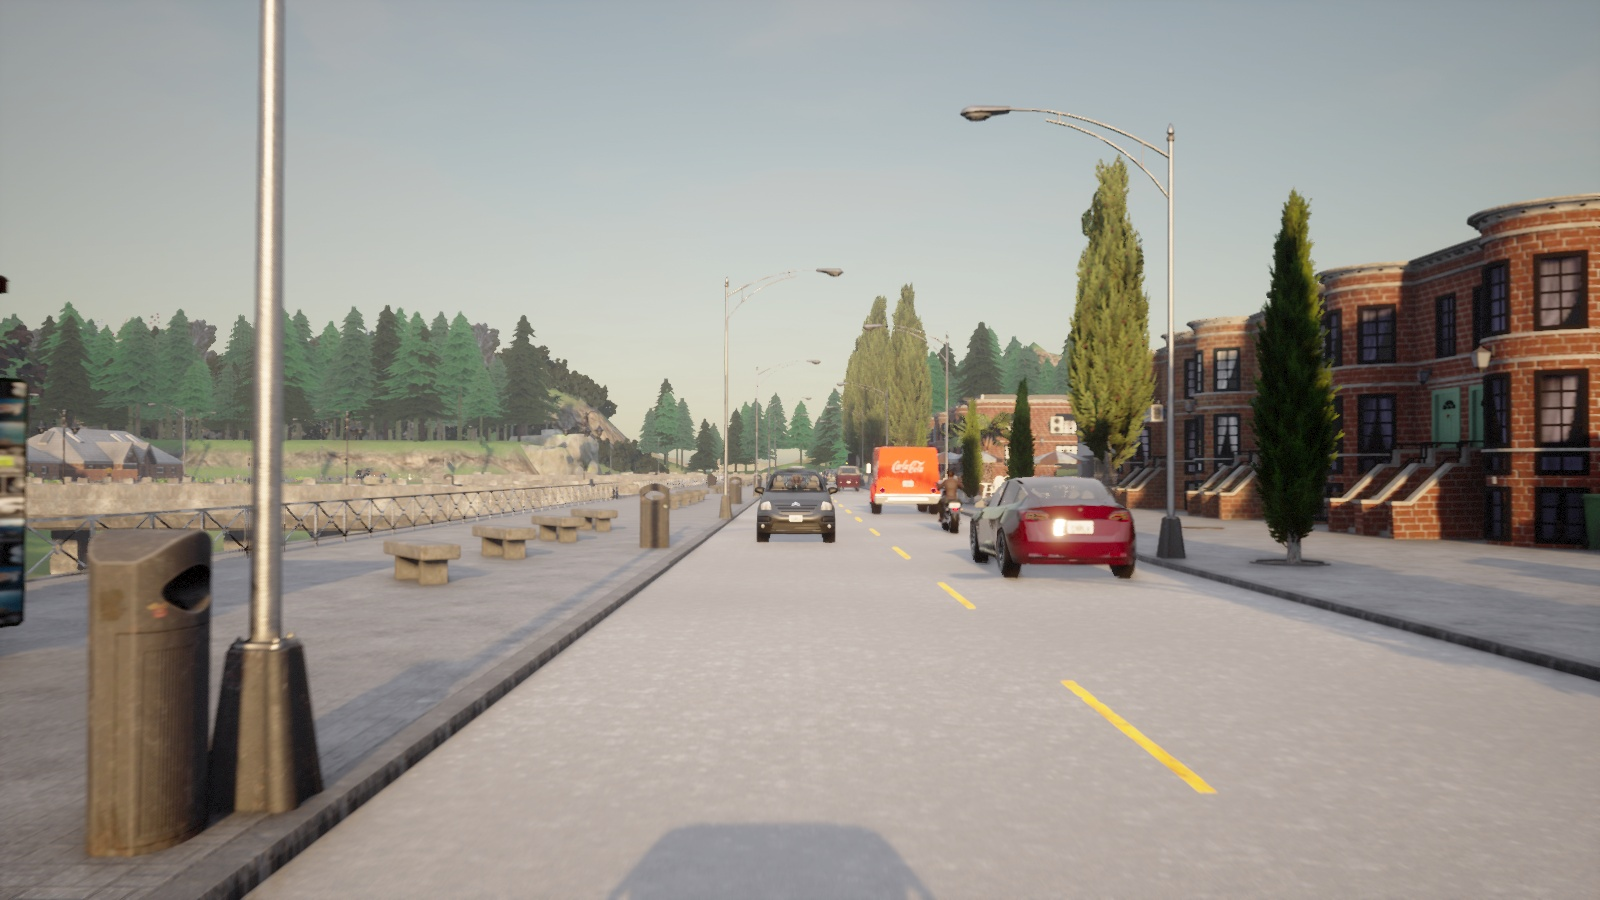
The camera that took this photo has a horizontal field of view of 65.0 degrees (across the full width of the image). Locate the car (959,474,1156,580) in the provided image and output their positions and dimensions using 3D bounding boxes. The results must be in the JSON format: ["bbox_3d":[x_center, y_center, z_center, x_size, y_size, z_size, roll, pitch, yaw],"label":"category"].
[{"bbox_3d":[3.947,1.136,20.155,2.163,1.488,4.792,0,-1,0],"label":"car"}]

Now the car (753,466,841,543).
[{"bbox_3d":[-0.074,1.190,28.478,1.851,1.617,3.988,0,-1,0],"label":"car"}]

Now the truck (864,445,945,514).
[{"bbox_3d":[3.874,1.111,47.686,2.627,2.467,5.204,0,-1,0],"label":"truck"}]

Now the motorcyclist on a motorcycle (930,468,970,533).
[{"bbox_3d":[3.914,1.300,32.916,0.766,1.649,2.350,0,-1,0],"label":"motorcyclist on a motorcycle"}]

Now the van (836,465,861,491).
[{"bbox_3d":[3.745,2.202,98.515,1.775,1.987,4.442,0,-1,0],"label":"van"}]
